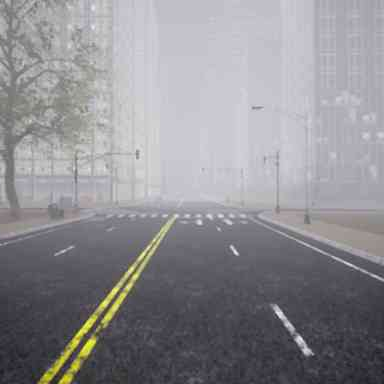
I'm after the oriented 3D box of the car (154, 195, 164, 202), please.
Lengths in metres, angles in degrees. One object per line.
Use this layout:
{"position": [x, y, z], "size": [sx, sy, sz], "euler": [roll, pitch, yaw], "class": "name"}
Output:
{"position": [-7.295, 1.433, 74.194], "size": [1.837, 1.490, 4.892], "euler": [0, 0, -1], "class": "car"}
